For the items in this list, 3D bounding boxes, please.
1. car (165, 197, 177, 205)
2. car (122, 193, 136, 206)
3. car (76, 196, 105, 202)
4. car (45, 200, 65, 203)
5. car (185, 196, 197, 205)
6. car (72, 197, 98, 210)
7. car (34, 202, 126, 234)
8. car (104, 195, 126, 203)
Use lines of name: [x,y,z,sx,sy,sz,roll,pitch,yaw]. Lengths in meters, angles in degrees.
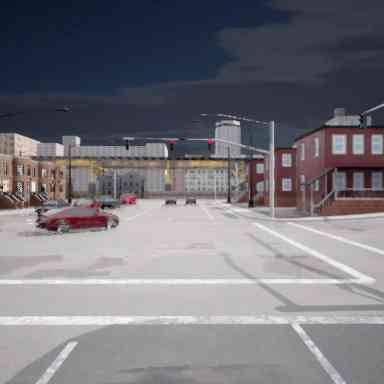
car: [-3.668,1.587,58.635,1.895,1.301,4.718,0,0,0]
car: [-10.719,1.199,55.521,2.150,2.045,5.566,0,1,1]
car: [-10.685,1.470,33.884,1.882,1.535,5.008,0,0,0]
car: [-14.188,1.540,34.300,2.033,1.411,5.357,0,0,0]
car: [-0.168,1.512,58.619,1.812,1.442,4.674,0,0,0]
car: [-14.211,1.467,44.341,1.882,1.535,5.008,0,0,0]
car: [-6.481,1.521,19.101,4.674,1.442,1.812,0,1,-43]
car: [-10.709,1.537,44.363,2.033,1.411,5.357,0,0,0]
